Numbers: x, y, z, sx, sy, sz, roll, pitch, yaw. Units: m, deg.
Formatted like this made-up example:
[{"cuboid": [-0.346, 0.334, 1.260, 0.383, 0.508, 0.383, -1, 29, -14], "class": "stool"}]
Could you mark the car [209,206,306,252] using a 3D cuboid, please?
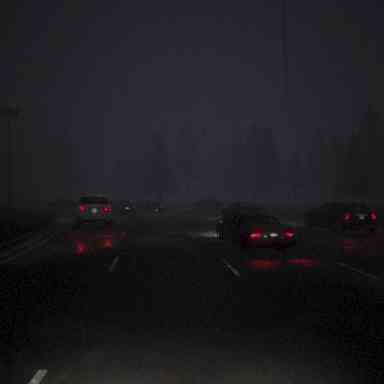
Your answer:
[{"cuboid": [2.407, 1.541, 13.975, 2.033, 1.411, 5.357, 0, 0, -9], "class": "car"}]

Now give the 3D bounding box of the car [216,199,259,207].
[{"cuboid": [3.663, 1.467, 24.504, 1.882, 1.535, 5.008, 0, 0, -14], "class": "car"}]

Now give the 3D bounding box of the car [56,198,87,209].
[{"cuboid": [-16.790, 1.581, 46.140, 4.718, 1.301, 1.895, 0, 0, 39], "class": "car"}]

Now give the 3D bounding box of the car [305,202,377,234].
[{"cuboid": [8.400, 1.344, 19.331, 2.097, 1.767, 4.553, 0, 0, -11], "class": "car"}]

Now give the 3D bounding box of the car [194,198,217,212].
[{"cuboid": [1.974, 1.461, 39.546, 1.882, 1.535, 5.008, 0, 0, -26], "class": "car"}]

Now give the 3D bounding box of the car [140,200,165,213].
[{"cuboid": [-4.831, 1.584, 37.204, 1.895, 1.301, 4.718, 0, 0, -29], "class": "car"}]

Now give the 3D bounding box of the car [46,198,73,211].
[{"cuboid": [-16.178, 1.461, 40.763, 1.882, 1.535, 5.008, 0, 0, -43], "class": "car"}]

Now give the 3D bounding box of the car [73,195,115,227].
[{"cuboid": [-6.630, 1.209, 22.688, 2.150, 2.045, 5.566, 0, 0, -15], "class": "car"}]

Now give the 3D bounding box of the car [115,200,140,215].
[{"cuboid": [-7.131, 1.549, 33.867, 1.994, 1.385, 4.181, 0, 0, -26], "class": "car"}]
